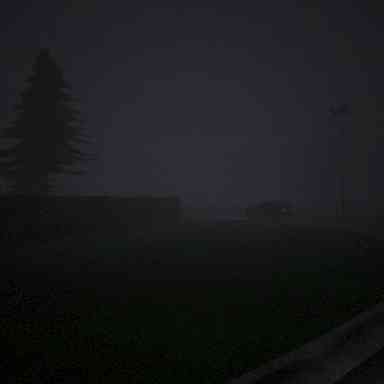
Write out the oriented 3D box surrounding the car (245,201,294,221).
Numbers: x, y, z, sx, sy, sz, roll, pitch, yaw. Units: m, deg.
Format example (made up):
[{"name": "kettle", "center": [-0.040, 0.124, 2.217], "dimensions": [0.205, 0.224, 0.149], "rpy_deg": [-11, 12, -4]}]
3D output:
[{"name": "car", "center": [8.408, 2.059, 36.623], "dimensions": [2.150, 2.045, 5.566], "rpy_deg": [2, -3, -41]}]
